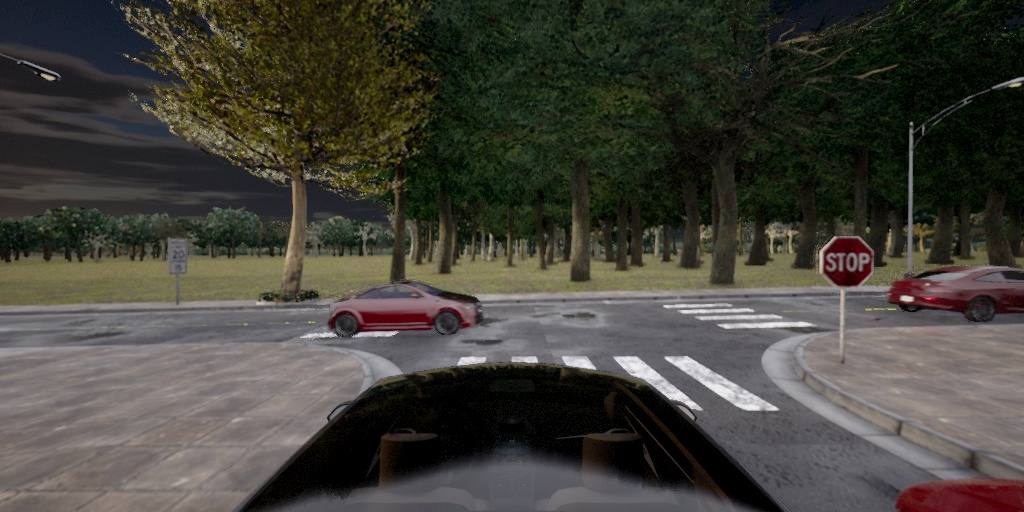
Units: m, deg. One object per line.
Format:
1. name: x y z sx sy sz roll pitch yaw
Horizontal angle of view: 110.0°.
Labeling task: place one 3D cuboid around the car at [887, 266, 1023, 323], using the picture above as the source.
1. car: 13.603 1.004 10.274 4.674 1.442 1.812 -1 1 0

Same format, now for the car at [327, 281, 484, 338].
1. car: -2.935 1.422 10.267 4.181 1.385 1.994 -1 0 0
